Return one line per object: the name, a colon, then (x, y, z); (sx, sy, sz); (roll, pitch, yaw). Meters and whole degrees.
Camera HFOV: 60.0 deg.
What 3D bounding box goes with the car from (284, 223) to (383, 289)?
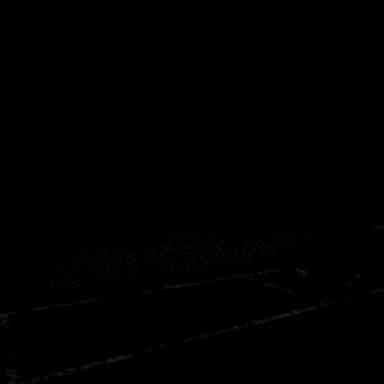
car: (4.489, 1.570, 9.108); (4.313, 1.339, 1.947); (1, 0, -31)
